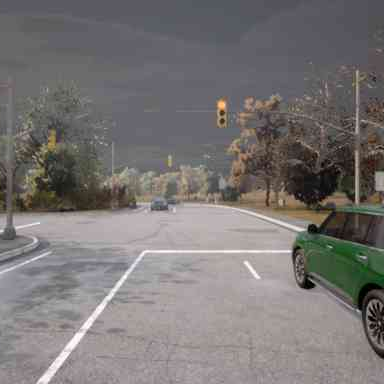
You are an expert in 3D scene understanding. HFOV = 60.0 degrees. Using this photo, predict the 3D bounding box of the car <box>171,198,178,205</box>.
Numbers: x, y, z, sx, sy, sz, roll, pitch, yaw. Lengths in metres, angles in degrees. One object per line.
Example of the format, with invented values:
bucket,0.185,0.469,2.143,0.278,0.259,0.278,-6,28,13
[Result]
car,-5.361,2.159,74.314,1.837,1.490,4.892,0,-1,-19

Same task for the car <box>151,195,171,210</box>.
car,-4.141,1.417,42.656,2.097,1.767,4.553,0,0,-3

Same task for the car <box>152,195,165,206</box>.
car,-6.468,1.656,63.591,2.150,2.045,5.566,0,-1,-10

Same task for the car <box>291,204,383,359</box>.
car,3.582,1.221,6.066,2.150,2.045,5.566,0,0,0

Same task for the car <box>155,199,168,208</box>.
car,-4.951,1.761,53.226,2.033,1.411,5.357,0,-1,-6
